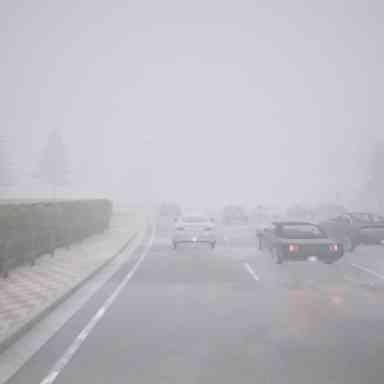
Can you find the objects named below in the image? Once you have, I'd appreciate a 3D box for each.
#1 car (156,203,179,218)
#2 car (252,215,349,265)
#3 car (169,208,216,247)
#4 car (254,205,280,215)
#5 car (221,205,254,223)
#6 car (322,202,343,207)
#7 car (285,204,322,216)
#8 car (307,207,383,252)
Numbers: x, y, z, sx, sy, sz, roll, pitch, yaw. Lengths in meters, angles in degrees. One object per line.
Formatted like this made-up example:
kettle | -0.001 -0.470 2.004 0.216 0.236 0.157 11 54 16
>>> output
car | -2.487 1.827 33.844 2.128 1.511 4.902 0 -1 -15
car | 3.601 1.722 12.132 1.895 1.301 4.718 0 -1 0
car | 0.090 1.682 15.676 1.812 1.442 4.674 0 -1 0
car | 7.106 1.923 32.522 1.895 1.301 4.718 0 -1 0
car | 3.605 1.832 28.651 2.033 1.411 5.357 0 -1 0
car | 14.106 1.843 34.170 1.837 1.490 4.892 0 -1 0
car | 10.606 1.923 32.524 1.895 1.301 4.718 0 -1 0
car | 7.102 1.637 14.665 2.128 1.511 4.902 0 -1 0
